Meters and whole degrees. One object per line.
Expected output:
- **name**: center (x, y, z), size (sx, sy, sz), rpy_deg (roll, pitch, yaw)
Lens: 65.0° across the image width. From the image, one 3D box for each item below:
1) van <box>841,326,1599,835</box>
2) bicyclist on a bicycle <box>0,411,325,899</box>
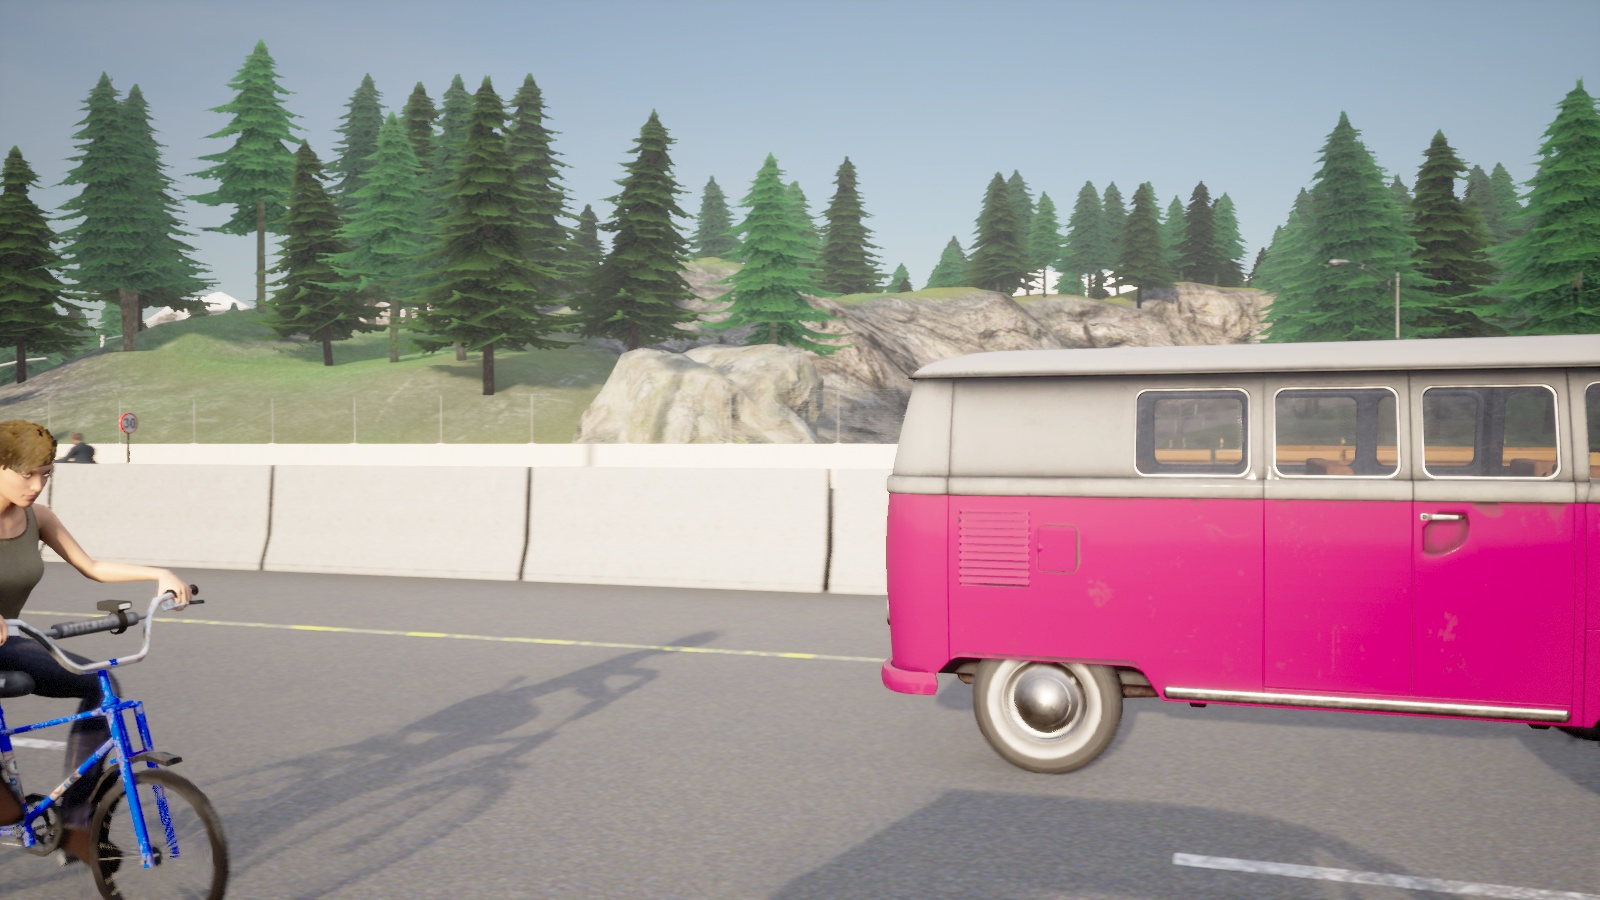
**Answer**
- **van**: center (2.583, 0.493, 6.013), size (4.442, 1.987, 1.775), rpy_deg (1, 1, 19)
- **bicyclist on a bicycle**: center (-2.437, 0.690, 4.017), size (1.509, 1.612, 0.866), rpy_deg (1, 1, 19)
